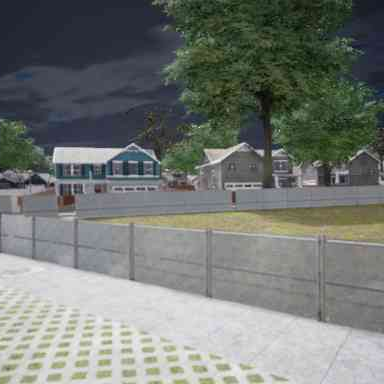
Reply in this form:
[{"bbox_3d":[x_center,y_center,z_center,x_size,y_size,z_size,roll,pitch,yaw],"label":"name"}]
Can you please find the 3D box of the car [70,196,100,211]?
[{"bbox_3d":[-8.465,1.062,29.188,4.181,1.385,1.994,-2,-1,-18],"label":"car"}]
